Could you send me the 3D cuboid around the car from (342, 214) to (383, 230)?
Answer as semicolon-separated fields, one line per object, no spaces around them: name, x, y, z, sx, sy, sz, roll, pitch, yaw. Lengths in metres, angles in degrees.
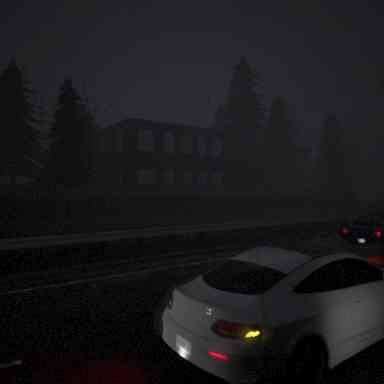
car;8.275;1.555;13.956;4.718;1.301;1.895;0;0;-36

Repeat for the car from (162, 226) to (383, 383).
car;1.784;1.512;5.021;4.674;1.442;1.812;0;0;-35
